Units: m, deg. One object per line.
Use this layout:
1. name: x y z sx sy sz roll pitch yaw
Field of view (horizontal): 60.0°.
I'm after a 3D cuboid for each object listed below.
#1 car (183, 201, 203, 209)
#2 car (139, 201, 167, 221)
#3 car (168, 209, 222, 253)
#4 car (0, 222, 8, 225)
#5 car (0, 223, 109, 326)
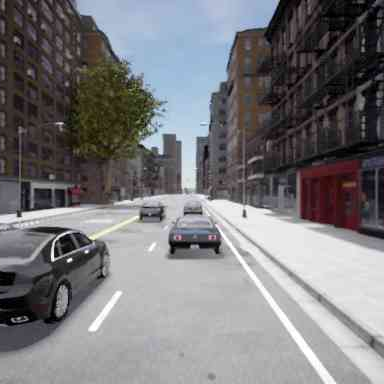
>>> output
1. car: 0.112 1.543 31.681 2.033 1.411 5.357 0 0 0
2. car: -3.140 1.487 27.313 2.128 1.511 4.902 0 0 0
3. car: 0.105 1.598 13.663 1.895 1.301 4.718 0 0 0
4. car: -6.537 1.598 9.805 1.895 1.301 4.718 0 0 1
5. car: -3.148 1.503 7.139 1.837 1.490 4.892 0 0 0
